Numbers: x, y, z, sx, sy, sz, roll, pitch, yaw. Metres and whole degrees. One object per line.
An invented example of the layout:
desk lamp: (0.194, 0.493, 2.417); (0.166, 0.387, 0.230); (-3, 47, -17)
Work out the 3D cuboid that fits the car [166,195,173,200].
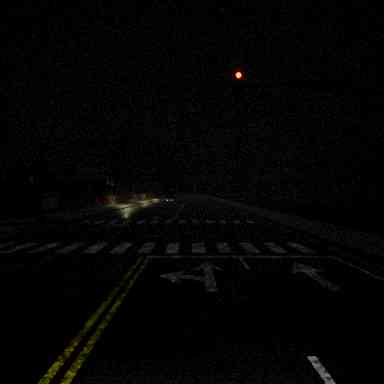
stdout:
car: (-6.327, 1.480, 93.311); (2.033, 1.411, 5.357); (0, 0, 0)
